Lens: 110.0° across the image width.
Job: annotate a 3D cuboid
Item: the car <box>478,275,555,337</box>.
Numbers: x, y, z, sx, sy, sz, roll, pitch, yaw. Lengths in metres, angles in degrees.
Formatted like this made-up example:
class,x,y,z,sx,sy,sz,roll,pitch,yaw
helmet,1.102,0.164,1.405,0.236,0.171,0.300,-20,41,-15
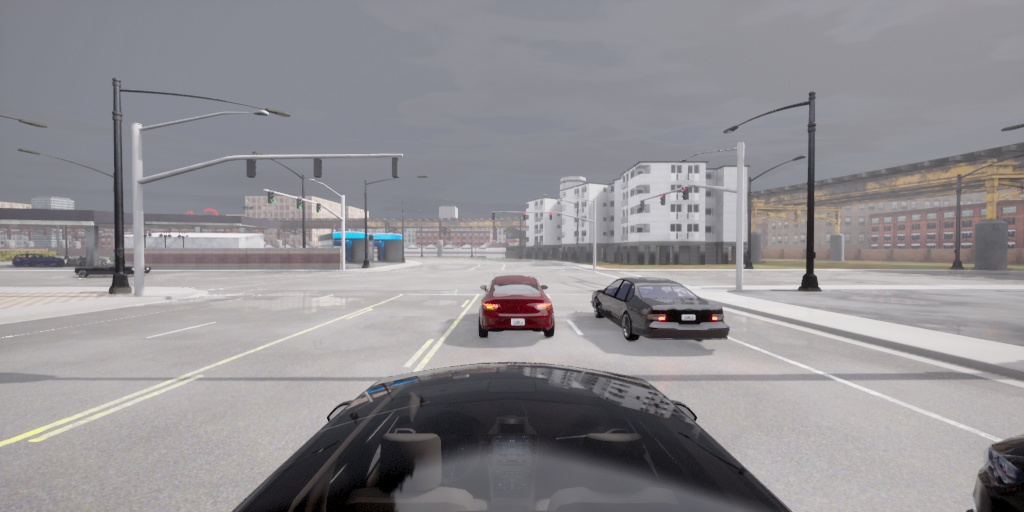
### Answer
class,x,y,z,sx,sy,sz,roll,pitch,yaw
car,0.071,1.256,10.074,1.812,1.442,4.674,0,0,-1

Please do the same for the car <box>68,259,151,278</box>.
class,x,y,z,sx,sy,sz,roll,pitch,yaw
car,-33.689,1.133,30.268,4.718,1.301,1.895,0,1,-1

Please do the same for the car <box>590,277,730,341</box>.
class,x,y,z,sx,sy,sz,roll,pitch,yaw
car,3.582,1.282,9.790,2.033,1.411,5.357,0,0,0
